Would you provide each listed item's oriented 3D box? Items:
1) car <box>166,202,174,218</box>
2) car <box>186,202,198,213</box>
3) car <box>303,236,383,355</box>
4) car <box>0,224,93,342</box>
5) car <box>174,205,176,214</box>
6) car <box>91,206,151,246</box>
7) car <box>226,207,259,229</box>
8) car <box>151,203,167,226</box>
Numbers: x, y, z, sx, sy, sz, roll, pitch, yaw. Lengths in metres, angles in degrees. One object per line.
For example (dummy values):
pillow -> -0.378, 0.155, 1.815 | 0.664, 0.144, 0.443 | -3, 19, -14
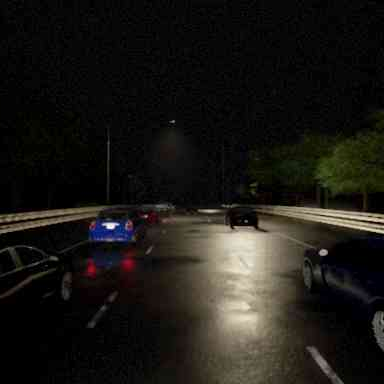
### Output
car -> -3.531, 2.197, 38.523 | 2.128, 1.511, 4.902 | 0, -2, 0
car -> -0.046, 2.812, 57.669 | 1.812, 1.442, 4.674 | 0, -2, 0
car -> 3.596, 1.542, 6.063 | 1.882, 1.535, 5.008 | 0, -1, 0
car -> -3.505, 1.552, 5.512 | 2.128, 1.511, 4.902 | 0, -1, 0
car -> -3.541, 2.379, 49.495 | 2.097, 1.767, 4.553 | 0, -2, 0
car -> -3.514, 1.562, 16.490 | 2.097, 1.767, 4.553 | 0, -1, 0
car -> 3.581, 1.834, 24.402 | 1.882, 1.535, 5.008 | 0, -1, 0
car -> -3.522, 1.930, 27.552 | 2.163, 1.488, 4.792 | 0, -1, 0
